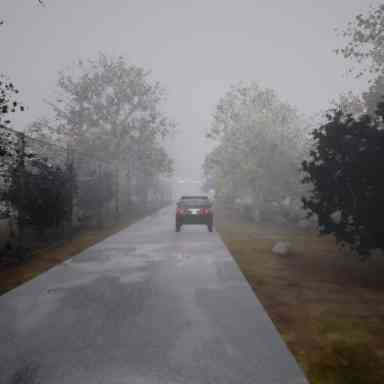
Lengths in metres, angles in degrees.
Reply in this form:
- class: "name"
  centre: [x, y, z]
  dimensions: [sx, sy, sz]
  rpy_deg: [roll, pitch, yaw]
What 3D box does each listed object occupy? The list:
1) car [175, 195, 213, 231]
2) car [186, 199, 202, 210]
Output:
- class: "car"
  centre: [0.154, 1.217, 20.866]
  dimensions: [2.150, 2.045, 5.566]
  rpy_deg: [0, 0, 1]
- class: "car"
  centre: [0.223, 1.592, 42.785]
  dimensions: [1.895, 1.301, 4.718]
  rpy_deg: [0, 0, 0]
